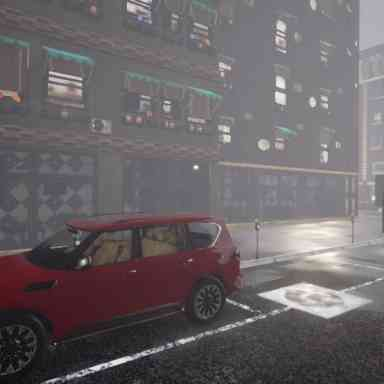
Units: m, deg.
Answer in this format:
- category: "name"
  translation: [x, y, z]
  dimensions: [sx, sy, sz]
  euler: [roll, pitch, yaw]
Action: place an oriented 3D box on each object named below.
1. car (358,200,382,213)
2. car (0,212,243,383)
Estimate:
- category: "car"
  translation: [20.164, 1.538, 37.360]
  dimensions: [1.887, 1.381, 4.507]
  euler: [1, 0, -36]
- category: "car"
  translation: [-1.362, 1.316, 5.584]
  dimensions: [5.009, 1.841, 2.192]
  euler: [0, 1, -35]
